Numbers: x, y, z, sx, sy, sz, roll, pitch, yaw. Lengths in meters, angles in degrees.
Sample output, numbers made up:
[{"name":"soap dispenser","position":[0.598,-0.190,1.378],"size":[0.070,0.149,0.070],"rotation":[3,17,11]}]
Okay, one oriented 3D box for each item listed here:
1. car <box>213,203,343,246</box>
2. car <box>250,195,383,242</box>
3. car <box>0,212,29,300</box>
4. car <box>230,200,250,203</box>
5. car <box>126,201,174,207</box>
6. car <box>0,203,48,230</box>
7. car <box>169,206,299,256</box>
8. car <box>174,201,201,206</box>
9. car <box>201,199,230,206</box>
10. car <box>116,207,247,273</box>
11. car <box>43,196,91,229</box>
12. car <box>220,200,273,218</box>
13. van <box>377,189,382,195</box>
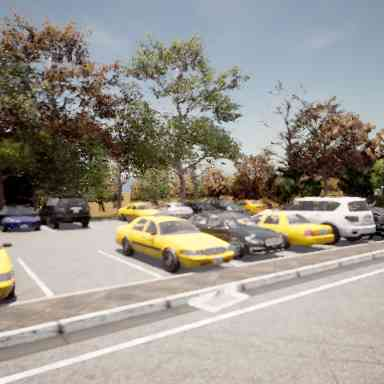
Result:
[{"name":"car","position":[3.486,1.515,14.712],"size":[1.946,1.575,5.366],"rotation":[0,0,-35]},{"name":"car","position":[5.846,1.273,16.183],"size":[2.435,2.045,5.566],"rotation":[0,0,-35]},{"name":"car","position":[-5.476,1.492,7.941],"size":[1.946,1.575,5.366],"rotation":[0,0,-35]},{"name":"car","position":[2.745,1.407,30.004],"size":[2.185,1.767,4.553],"rotation":[0,0,-35]},{"name":"car","position":[-3.821,1.511,25.110],"size":[1.946,1.575,5.366],"rotation":[0,0,-35]},{"name":"car","position":[-10.703,1.525,20.452],"size":[2.163,1.488,4.792],"rotation":[0,0,-35]},{"name":"car","position":[1.320,1.513,12.966],"size":[2.231,1.521,4.892],"rotation":[0,0,-35]},{"name":"car","position":[-1.662,1.561,26.856],"size":[2.002,1.452,4.674],"rotation":[0,0,-35]},{"name":"car","position":[0.618,1.556,28.430],"size":[2.163,1.488,4.792],"rotation":[0,0,-35]},{"name":"car","position":[-0.839,1.503,11.210],"size":[1.946,1.575,5.366],"rotation":[0,0,-35]},{"name":"car","position":[-8.471,1.250,22.094],"size":[2.435,2.045,5.566],"rotation":[0,0,-35]},{"name":"car","position":[5.031,1.539,31.571],"size":[2.097,1.535,5.008],"rotation":[0,0,-35]},{"name":"van","position":[27.091,0.590,47.294],"size":[1.878,1.987,4.442],"rotation":[-1,1,-35]}]
